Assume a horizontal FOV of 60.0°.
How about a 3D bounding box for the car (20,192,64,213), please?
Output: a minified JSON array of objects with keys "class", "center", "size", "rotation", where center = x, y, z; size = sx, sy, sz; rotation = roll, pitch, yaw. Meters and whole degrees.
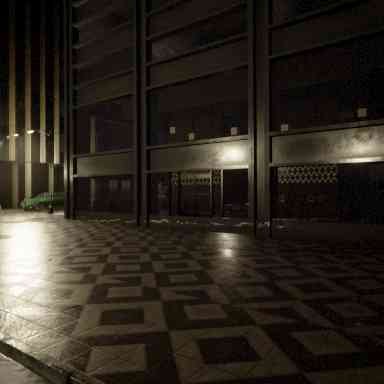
[{"class":"car","center":[-15.393,1.080,35.841],"size":[2.150,2.045,5.566],"rotation":[0,0,35]}]
